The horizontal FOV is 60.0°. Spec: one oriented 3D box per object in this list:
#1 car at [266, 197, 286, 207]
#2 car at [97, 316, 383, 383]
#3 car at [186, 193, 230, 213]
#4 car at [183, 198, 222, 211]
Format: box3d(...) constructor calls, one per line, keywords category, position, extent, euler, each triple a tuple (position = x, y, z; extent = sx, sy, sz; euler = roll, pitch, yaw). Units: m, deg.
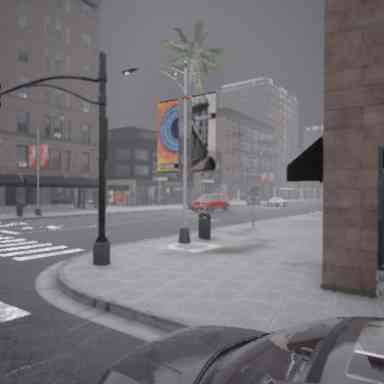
box3d(category="car", position=(12.919, 1.532, 50.981), extent=(1.812, 1.442, 4.674), euler=(1, 0, 35))
box3d(category="car", position=(1.171, 1.550, 2.013), extent=(4.403, 1.369, 2.008), euler=(0, 0, 35))
box3d(category="car", position=(2.036, 1.146, 35.681), extent=(2.150, 2.045, 5.566), euler=(1, 0, 35))
box3d(category="car", position=(1.379, 1.454, 40.394), extent=(2.033, 1.411, 5.357), euler=(1, 0, 35))
